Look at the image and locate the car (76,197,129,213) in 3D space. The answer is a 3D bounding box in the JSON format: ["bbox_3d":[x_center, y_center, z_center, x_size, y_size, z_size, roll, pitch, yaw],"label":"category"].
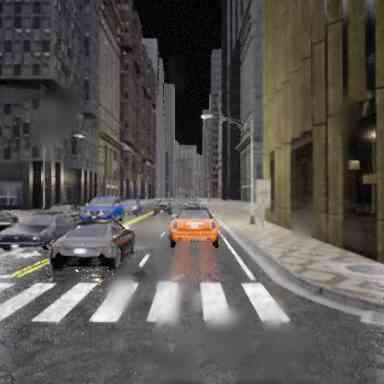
[{"bbox_3d":[-6.607,1.390,25.221,2.150,2.045,5.566,0,0,0],"label":"car"}]

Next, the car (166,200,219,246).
[{"bbox_3d":[0.102,1.468,15.949,2.097,1.767,4.553,0,0,0],"label":"car"}]

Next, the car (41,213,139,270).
[{"bbox_3d":[-3.150,1.647,11.367,1.994,1.385,4.181,0,0,0],"label":"car"}]

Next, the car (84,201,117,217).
[{"bbox_3d":[-9.780,1.780,36.126,2.033,1.411,5.357,0,0,1],"label":"car"}]

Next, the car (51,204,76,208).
[{"bbox_3d":[-9.839,1.672,25.467,1.837,1.490,4.892,0,0,0],"label":"car"}]

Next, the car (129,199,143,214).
[{"bbox_3d":[-6.546,1.583,35.549,2.097,1.767,4.553,0,0,0],"label":"car"}]

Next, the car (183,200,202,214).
[{"bbox_3d":[0.100,1.756,39.971,2.128,1.511,4.902,0,0,0],"label":"car"}]

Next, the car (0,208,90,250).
[{"bbox_3d":[-6.598,1.652,15.036,2.033,1.411,5.357,0,0,0],"label":"car"}]

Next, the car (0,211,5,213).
[{"bbox_3d":[-9.855,1.595,15.344,2.128,1.511,4.902,0,0,-1],"label":"car"}]

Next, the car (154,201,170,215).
[{"bbox_3d":[-3.150,1.748,37.118,1.837,1.490,4.892,0,0,0],"label":"car"}]
